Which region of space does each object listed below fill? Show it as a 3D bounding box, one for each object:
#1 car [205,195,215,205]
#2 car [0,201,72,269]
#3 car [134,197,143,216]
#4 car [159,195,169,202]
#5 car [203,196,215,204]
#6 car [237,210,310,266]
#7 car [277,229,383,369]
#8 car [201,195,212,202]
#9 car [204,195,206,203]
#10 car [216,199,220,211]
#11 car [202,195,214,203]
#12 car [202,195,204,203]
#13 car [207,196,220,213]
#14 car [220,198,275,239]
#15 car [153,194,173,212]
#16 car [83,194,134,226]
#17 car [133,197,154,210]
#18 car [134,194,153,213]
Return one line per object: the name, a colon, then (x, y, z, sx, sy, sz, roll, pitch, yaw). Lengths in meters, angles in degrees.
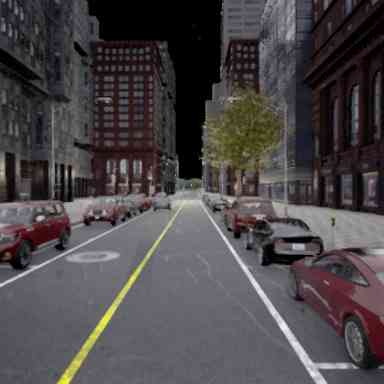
car: (2.887, 1.304, 39.393, 1.752, 1.417, 4.829, 0, 0, 0)
car: (-5.660, 1.246, 11.039, 2.192, 1.841, 5.009, 0, 0, 0)
car: (-5.647, 1.404, 27.958, 1.947, 1.339, 4.313, 0, 0, 0)
car: (-5.617, 1.239, 67.428, 1.802, 1.307, 4.206, 0, 0, 0)
car: (2.900, 1.283, 56.140, 1.802, 1.307, 4.206, 0, 0, 0)
car: (2.865, 1.497, 11.024, 1.947, 1.339, 4.313, 0, 0, 0)
car: (2.861, 1.546, 5.387, 1.802, 1.307, 4.206, 0, 0, 0)
car: (2.908, 1.223, 67.420, 1.947, 1.339, 4.313, 0, 0, 0)
car: (2.891, 1.333, 44.862, 1.802, 1.307, 4.206, 0, 0, 0)
car: (2.874, 1.414, 22.304, 1.887, 1.381, 4.507, 0, 0, 0)
car: (2.904, 1.244, 61.779, 1.947, 1.339, 4.313, 0, 0, 0)
car: (2.895, 1.165, 50.501, 1.967, 1.590, 4.097, 0, 0, 0)
car: (2.883, 1.374, 33.582, 1.947, 1.339, 4.313, 0, 0, 0)
car: (2.869, 1.215, 16.663, 2.192, 1.841, 5.009, 0, 0, 0)
car: (-3.067, 1.301, 35.820, 1.837, 1.490, 4.892, 0, 0, 0)
car: (-5.652, 1.184, 22.317, 2.192, 1.841, 5.009, 0, 0, 0)
car: (-5.638, 1.324, 39.235, 1.887, 1.381, 4.507, 0, 0, 0)
car: (-5.643, 1.123, 33.594, 2.192, 1.841, 5.009, 0, 0, 0)
